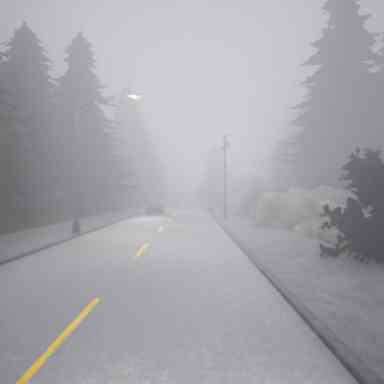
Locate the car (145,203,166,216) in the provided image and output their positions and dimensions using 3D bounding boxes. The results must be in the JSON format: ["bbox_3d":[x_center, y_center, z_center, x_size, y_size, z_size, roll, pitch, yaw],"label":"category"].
[{"bbox_3d":[-4.040,1.890,36.983,1.895,1.301,4.718,0,0,0],"label":"car"}]
